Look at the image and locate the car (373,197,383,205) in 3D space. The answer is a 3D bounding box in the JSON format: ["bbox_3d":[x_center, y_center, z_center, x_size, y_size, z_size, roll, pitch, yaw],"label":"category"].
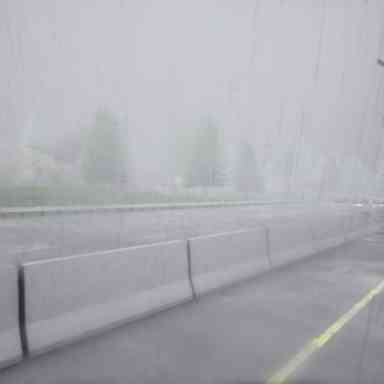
[{"bbox_3d":[34.869,1.604,61.407,1.812,1.442,4.674,1,0,41],"label":"car"}]

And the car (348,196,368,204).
[{"bbox_3d":[32.231,1.555,63.706,2.128,1.511,4.902,1,0,41],"label":"car"}]

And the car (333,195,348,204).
[{"bbox_3d":[29.593,1.458,66.006,1.882,1.535,5.008,1,0,41],"label":"car"}]
